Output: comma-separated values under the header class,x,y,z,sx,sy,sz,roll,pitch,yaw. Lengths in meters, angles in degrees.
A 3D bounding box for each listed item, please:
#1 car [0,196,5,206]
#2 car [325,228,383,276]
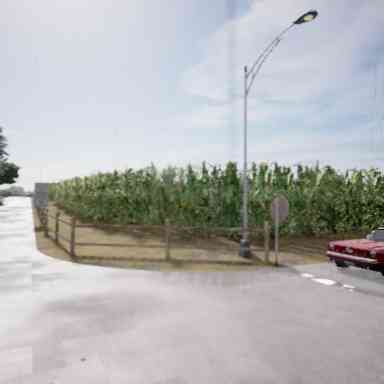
class,x,y,z,sx,sy,sz,roll,pitch,yaw
car,-28.303,1.276,48.134,1.837,1.490,4.892,2,0,-26
car,6.659,1.837,10.757,4.718,1.301,1.895,1,-1,-25
